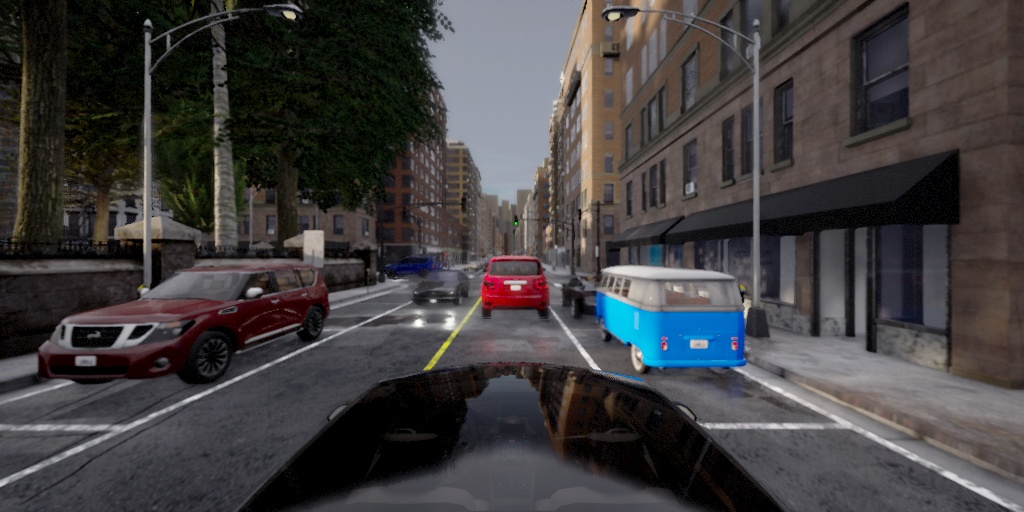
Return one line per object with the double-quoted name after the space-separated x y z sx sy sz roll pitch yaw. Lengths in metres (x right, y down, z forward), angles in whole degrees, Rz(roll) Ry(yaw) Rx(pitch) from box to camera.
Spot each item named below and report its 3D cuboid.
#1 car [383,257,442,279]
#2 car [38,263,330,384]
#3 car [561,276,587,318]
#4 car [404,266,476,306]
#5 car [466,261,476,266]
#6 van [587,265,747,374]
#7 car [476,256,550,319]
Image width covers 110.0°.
-9.186 1.078 33.338 5.566 2.045 2.150 0 -1 11 "car"
-5.667 1.087 7.280 2.192 1.841 5.009 0 0 0 "car"
2.859 1.360 12.979 1.948 1.339 4.313 0 0 0 "car"
-3.008 1.355 16.426 2.033 1.411 5.357 0 0 0 "car"
-5.659 1.456 50.799 1.751 1.417 4.829 0 0 0 "car"
2.857 1.113 7.318 1.690 1.789 3.998 0 0 0 "van"
0.105 1.019 13.228 2.150 2.045 5.566 0 0 0 "car"
